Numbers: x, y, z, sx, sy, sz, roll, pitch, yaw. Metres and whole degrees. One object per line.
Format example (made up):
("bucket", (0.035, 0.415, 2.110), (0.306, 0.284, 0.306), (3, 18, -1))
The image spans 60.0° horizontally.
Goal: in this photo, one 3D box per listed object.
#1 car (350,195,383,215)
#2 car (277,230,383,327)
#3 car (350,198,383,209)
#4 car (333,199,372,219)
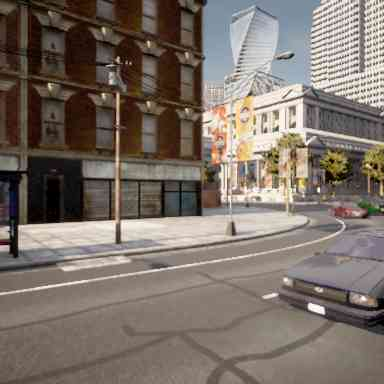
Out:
("car", (17.979, 1.321, 34.017), (2.150, 2.045, 5.566), (0, 0, 1))
("car", (4.163, 1.569, 7.222), (5.357, 1.411, 2.033), (0, 0, -39))
("car", (26.351, 1.667, 49.990), (2.002, 1.452, 4.674), (0, 0, -16))
("car", (14.043, 1.609, 29.864), (1.812, 1.442, 4.674), (0, 0, 8))
